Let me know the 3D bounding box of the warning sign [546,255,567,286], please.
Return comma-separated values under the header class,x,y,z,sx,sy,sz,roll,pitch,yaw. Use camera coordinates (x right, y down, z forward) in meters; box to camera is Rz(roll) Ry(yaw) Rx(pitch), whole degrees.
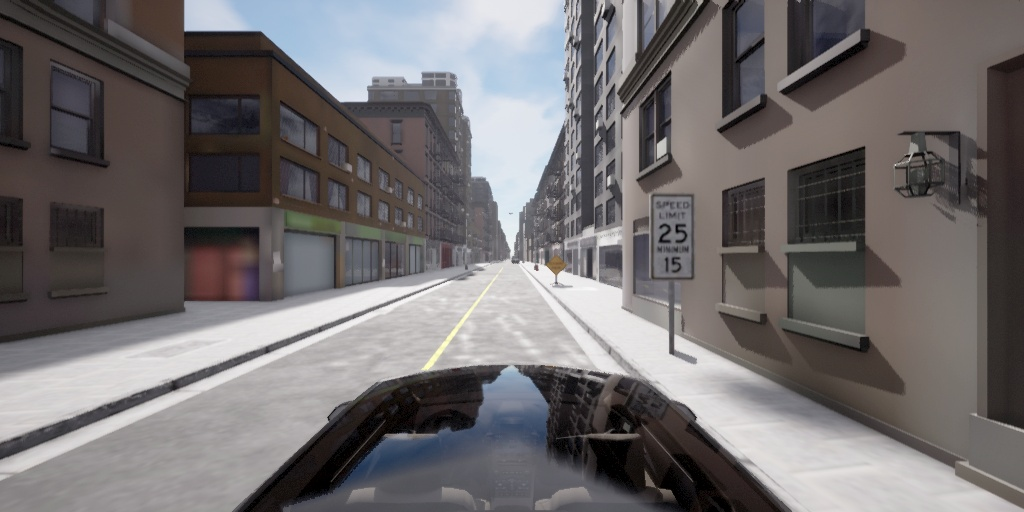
class,x,y,z,sx,sy,sz,roll,pitch,yaw
warning sign,2.718,0.850,22.002,1.300,1.860,1.060,0,0,0
